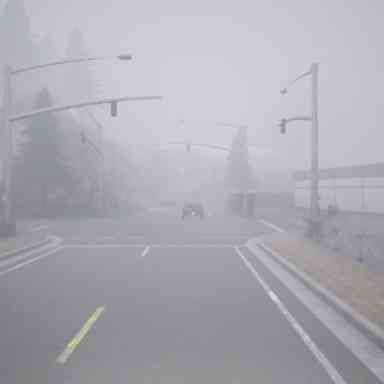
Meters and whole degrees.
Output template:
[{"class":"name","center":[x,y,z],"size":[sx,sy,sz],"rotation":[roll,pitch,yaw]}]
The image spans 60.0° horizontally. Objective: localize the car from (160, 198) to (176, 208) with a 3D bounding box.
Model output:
[{"class":"car","center":[-3.528,1.593,49.251],"size":[1.895,1.301,4.718],"rotation":[0,0,5]}]

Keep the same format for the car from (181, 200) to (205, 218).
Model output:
[{"class":"car","center":[0.093,1.501,29.750],"size":[1.837,1.490,4.892],"rotation":[0,0,0]}]
